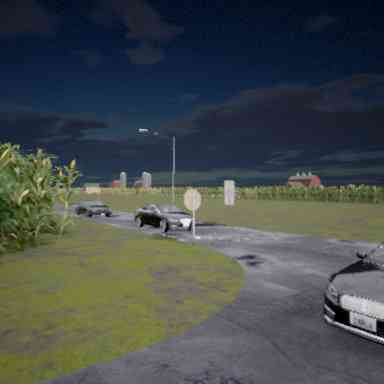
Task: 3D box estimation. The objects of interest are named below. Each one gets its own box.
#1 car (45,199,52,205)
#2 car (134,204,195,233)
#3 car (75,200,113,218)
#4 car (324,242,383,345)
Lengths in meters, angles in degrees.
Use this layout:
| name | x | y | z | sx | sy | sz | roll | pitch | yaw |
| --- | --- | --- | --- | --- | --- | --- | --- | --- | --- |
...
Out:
| name | x | y | z | sx | sy | sz | roll | pitch | yaw |
| --- | --- | --- | --- | --- | --- | --- | --- | --- | --- |
| car | -21.035 | 0.996 | 46.597 | 2.150 | 2.045 | 5.566 | 0 | 0 | -35 |
| car | -1.730 | 1.461 | 19.733 | 2.128 | 1.511 | 4.902 | 0 | 0 | -36 |
| car | -8.900 | 1.445 | 29.655 | 2.033 | 1.411 | 5.357 | 0 | 0 | -36 |
| car | 4.358 | 1.529 | 6.002 | 4.902 | 1.511 | 2.128 | 0 | 0 | -35 |
